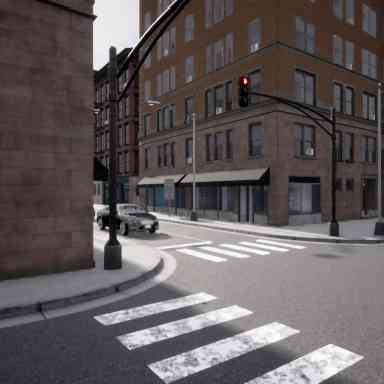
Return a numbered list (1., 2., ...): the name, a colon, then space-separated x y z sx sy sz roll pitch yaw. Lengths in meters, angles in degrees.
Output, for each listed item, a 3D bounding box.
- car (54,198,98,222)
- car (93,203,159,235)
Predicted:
1. car: -9.105 1.323 25.867 1.882 1.535 5.008 0 0 -36
2. car: -3.618 1.395 18.157 2.128 1.511 4.902 0 0 -37
